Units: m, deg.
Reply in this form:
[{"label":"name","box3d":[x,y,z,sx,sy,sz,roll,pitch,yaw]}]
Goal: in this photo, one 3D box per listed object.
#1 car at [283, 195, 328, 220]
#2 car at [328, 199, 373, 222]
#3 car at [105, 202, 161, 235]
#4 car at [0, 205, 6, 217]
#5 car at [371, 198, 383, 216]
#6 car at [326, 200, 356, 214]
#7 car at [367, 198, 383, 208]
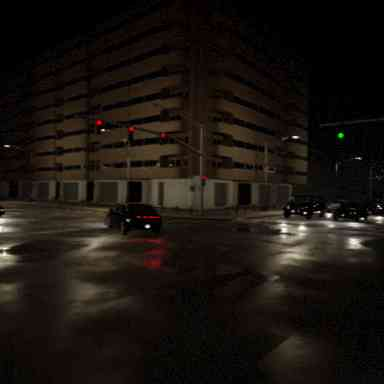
[{"label":"car","box3d":[10.096,1.258,29.498,2.150,2.045,5.566,1,0,40]},{"label":"car","box3d":[13.449,1.606,28.060,1.837,1.490,4.892,1,0,40]},{"label":"car","box3d":[-3.211,1.322,17.796,1.837,1.490,4.892,3,-1,-28]},{"label":"car","box3d":[-15.764,1.115,24.622,5.357,1.411,2.033,1,0,40]},{"label":"car","box3d":[19.321,1.517,35.157,2.097,1.767,4.553,1,0,40]},{"label":"car","box3d":[17.036,1.638,37.892,1.812,1.442,4.674,1,0,40]},{"label":"car","box3d":[29.396,1.726,52.757,1.882,1.535,5.008,1,0,40]}]
